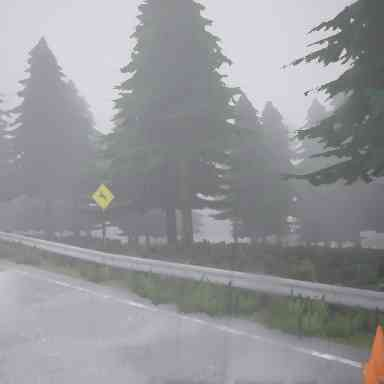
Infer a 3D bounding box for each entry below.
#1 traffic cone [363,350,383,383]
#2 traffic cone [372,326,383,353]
[{"bbox_3d":[1.779,1.956,3.279,0.340,0.580,0.340,0,0,34],"label":"traffic cone"},{"bbox_3d":[2.325,1.956,4.114,0.340,0.580,0.340,0,0,34],"label":"traffic cone"}]
